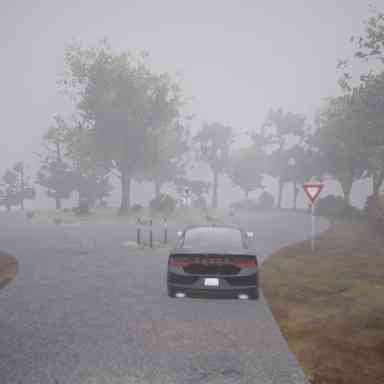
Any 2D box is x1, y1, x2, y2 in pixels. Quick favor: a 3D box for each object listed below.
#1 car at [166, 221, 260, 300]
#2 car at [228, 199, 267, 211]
[{"bbox_3d":[0.576,1.476,8.484,1.882,1.535,5.008,0,0,5],"label":"car"},{"bbox_3d":[6.606,1.543,39.908,2.033,1.411,5.357,0,0,-33],"label":"car"}]
